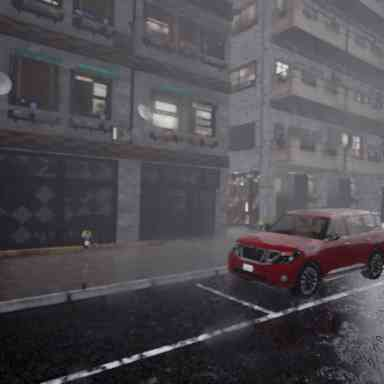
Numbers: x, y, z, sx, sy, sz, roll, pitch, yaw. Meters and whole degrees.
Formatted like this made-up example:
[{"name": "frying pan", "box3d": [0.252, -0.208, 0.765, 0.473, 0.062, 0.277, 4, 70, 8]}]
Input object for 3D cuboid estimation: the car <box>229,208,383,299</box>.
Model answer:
[{"name": "car", "box3d": [3.315, 1.405, 8.902, 5.009, 1.841, 2.192, 1, 1, -35]}]
